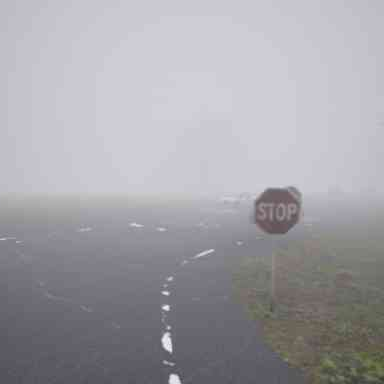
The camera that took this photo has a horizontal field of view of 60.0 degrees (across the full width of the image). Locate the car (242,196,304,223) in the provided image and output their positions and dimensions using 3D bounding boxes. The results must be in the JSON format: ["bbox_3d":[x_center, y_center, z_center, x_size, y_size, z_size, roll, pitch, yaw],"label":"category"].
[{"bbox_3d":[5.100,1.119,19.757,1.994,1.385,4.181,3,3,40],"label":"car"}]

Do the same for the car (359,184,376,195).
[{"bbox_3d":[35.306,-0.564,66.742,2.150,2.045,5.566,3,3,40],"label":"car"}]

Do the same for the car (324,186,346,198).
[{"bbox_3d":[21.662,-0.165,50.435,2.097,1.767,4.553,3,3,40],"label":"car"}]

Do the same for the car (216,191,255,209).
[{"bbox_3d":[4.033,0.676,29.374,1.812,1.442,4.674,3,4,40],"label":"car"}]
